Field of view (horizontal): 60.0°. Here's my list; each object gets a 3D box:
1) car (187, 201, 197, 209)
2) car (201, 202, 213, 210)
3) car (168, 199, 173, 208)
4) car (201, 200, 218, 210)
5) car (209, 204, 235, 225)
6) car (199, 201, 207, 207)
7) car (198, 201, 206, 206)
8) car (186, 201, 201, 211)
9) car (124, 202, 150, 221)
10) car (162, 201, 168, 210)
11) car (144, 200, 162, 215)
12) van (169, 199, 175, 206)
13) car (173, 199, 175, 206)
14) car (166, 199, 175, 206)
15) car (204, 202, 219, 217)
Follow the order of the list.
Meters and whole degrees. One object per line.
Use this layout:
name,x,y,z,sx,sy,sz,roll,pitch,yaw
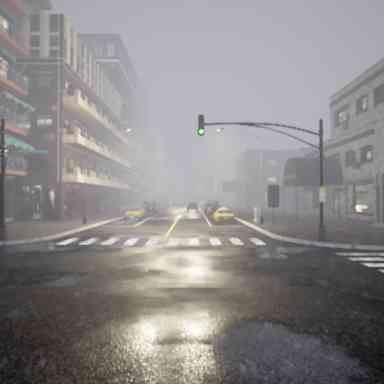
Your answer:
car,0.031,2.600,65.578,1.812,1.442,4.674,0,-1,0
car,2.682,2.555,61.556,2.008,1.369,4.403,0,-1,0
car,-5.701,2.742,72.632,1.887,1.381,4.507,0,-1,0
car,2.686,2.042,44.945,2.192,1.841,5.009,0,-1,0
car,2.688,1.985,28.496,1.752,1.417,4.829,0,-1,0
car,2.678,2.914,83.880,1.752,1.417,4.829,0,-1,0
car,2.676,3.034,89.248,2.008,1.369,4.403,0,-1,0
car,0.091,2.396,54.900,1.837,1.490,4.892,0,-1,0
car,-5.694,2.071,33.692,1.752,1.417,4.829,0,-1,0
car,-5.698,2.465,56.015,2.008,1.369,4.403,0,-1,0
car,-5.695,2.045,44.942,2.192,1.841,5.009,0,-1,0
van,-5.704,2.926,94.789,1.690,1.788,3.998,0,-1,0
car,-5.701,2.733,78.171,1.967,1.590,4.097,0,-1,0
car,-5.703,2.801,89.251,2.192,1.841,5.009,0,-1,0
car,2.686,2.218,39.402,1.802,1.307,4.206,0,-1,0
